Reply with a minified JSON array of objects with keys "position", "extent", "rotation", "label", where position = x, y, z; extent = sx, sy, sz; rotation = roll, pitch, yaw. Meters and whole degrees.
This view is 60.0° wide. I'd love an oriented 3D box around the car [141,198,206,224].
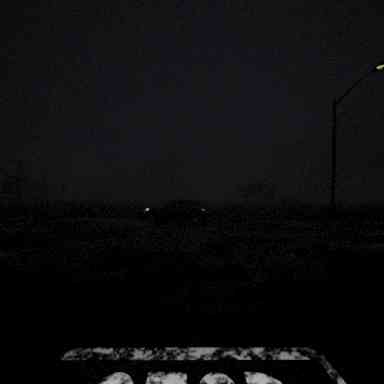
[{"position":[-1.257,1.283,23.606],"extent":[4.553,1.767,2.097],"rotation":[1,0,0],"label":"car"}]
